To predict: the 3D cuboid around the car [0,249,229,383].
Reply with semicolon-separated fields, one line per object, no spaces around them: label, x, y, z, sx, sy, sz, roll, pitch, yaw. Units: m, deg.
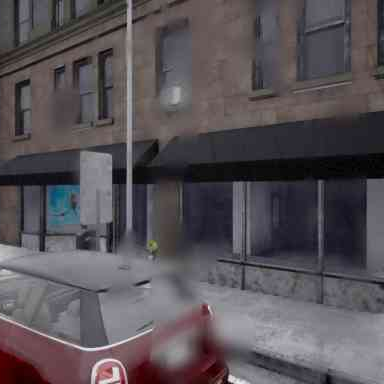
car;-1.699;1.440;4.025;4.097;1.590;1.967;0;0;36
